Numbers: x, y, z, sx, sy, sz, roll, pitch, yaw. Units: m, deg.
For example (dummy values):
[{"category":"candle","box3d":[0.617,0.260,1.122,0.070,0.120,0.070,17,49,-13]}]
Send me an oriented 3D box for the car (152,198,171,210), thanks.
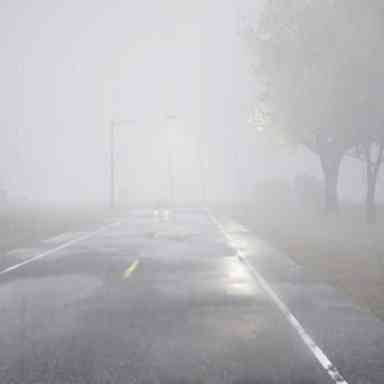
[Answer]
[{"category":"car","box3d":[-3.577,1.439,39.434,1.994,1.385,4.181,0,0,0]}]
